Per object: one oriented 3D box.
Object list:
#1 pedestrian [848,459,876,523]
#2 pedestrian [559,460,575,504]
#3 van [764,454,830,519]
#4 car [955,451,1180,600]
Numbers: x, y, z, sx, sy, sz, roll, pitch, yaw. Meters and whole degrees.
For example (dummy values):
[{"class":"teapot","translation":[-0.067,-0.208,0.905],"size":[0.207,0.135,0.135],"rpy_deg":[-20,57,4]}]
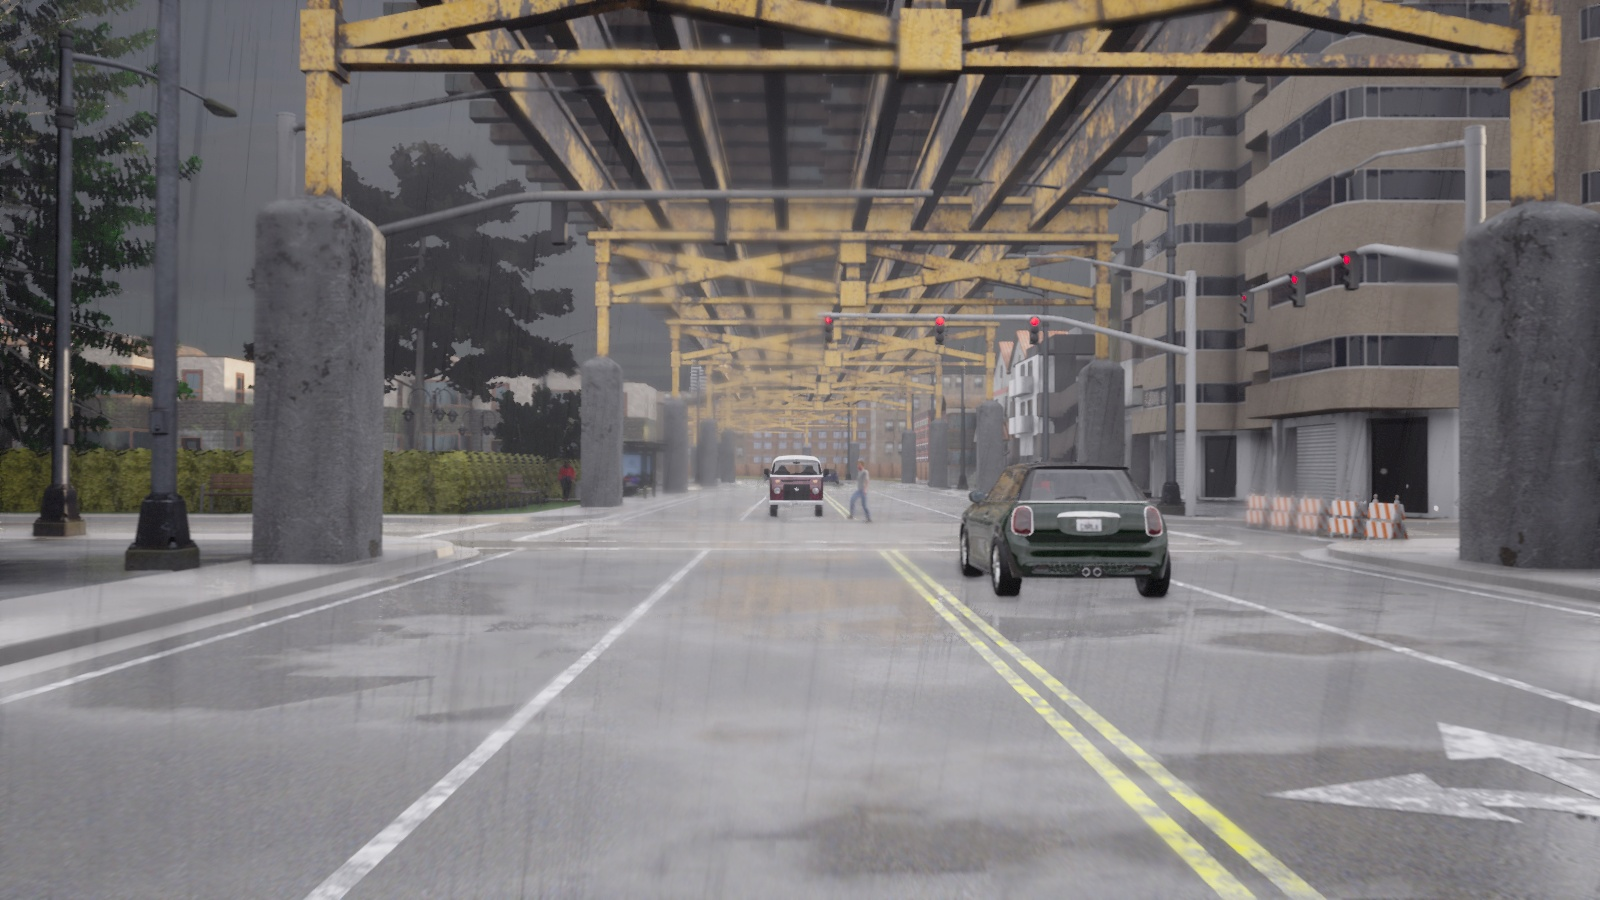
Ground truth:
[{"class":"pedestrian","translation":[1.798,1.167,36.265],"size":[0.706,1.836,0.354],"rpy_deg":[0,-1,-29]},{"class":"pedestrian","translation":[-9.755,1.330,52.553],"size":[0.634,1.844,0.899],"rpy_deg":[0,-1,-14]},{"class":"van","translation":[-0.107,1.187,41.730],"size":[2.069,2.038,4.480],"rpy_deg":[0,-1,0]},{"class":"car","translation":[3.455,0.929,17.194],"size":[2.097,1.767,4.553],"rpy_deg":[0,-1,0]}]
